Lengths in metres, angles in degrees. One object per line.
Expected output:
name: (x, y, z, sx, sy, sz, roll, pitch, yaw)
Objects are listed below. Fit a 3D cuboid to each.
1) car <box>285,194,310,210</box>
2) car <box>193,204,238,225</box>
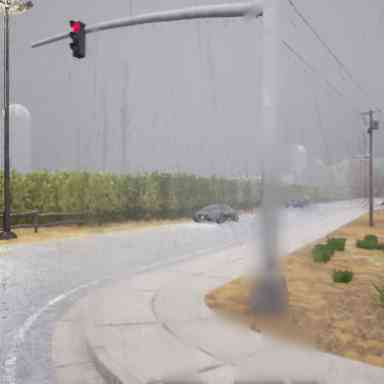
car: (13.926, 1.241, 43.638, 2.150, 2.045, 5.566, 0, 0, 33)
car: (1.804, 1.590, 24.820, 1.994, 1.385, 4.181, 0, 0, 33)
